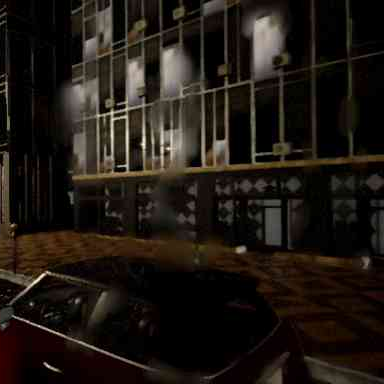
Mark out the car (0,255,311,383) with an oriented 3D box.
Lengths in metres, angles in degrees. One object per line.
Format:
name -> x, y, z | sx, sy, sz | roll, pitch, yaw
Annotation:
car -> -0.970, 1.429, 3.584 | 4.097, 1.590, 1.967 | 0, -1, 36
